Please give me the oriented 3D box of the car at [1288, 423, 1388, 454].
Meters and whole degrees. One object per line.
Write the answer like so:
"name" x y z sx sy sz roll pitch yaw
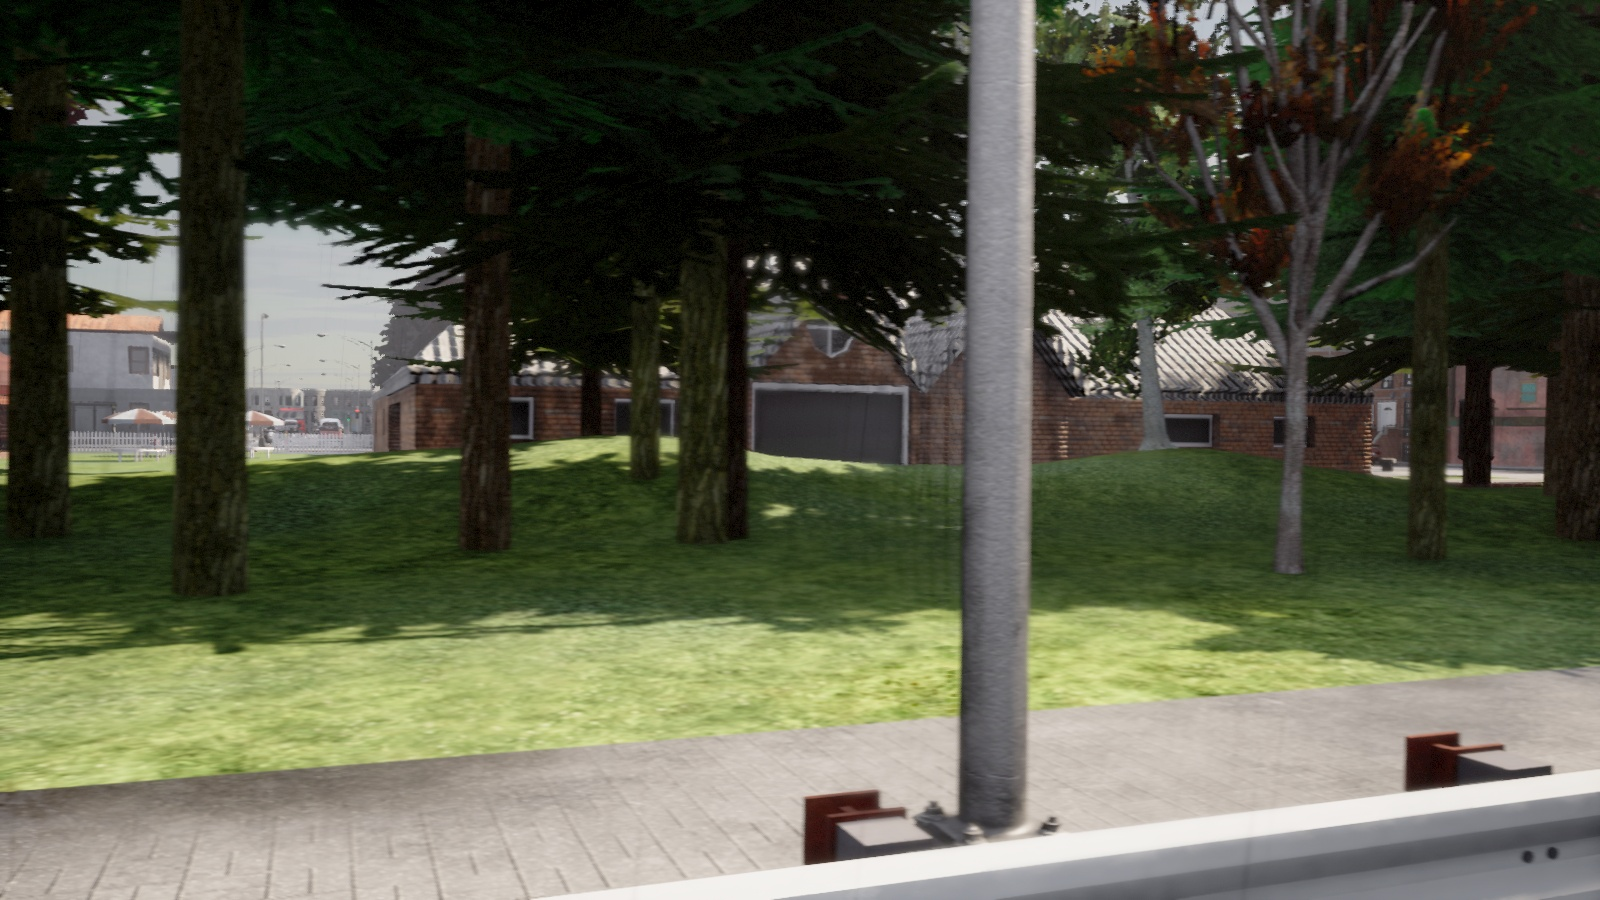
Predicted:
"car" 28.041 -0.595 65.633 1.882 1.535 5.008 -1 1 -20

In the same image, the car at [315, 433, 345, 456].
"car" -34.891 -0.442 93.162 1.851 1.617 3.988 -1 1 -23
